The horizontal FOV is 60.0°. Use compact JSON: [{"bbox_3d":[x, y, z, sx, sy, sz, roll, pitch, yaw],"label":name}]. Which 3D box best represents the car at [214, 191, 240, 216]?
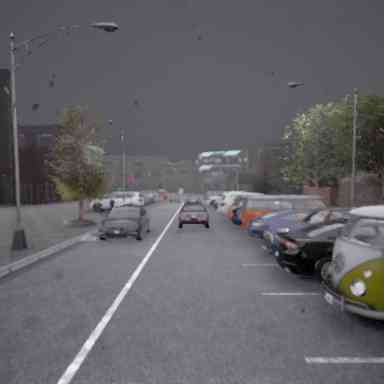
[{"bbox_3d":[4.692,1.072,25.181,5.566,2.045,2.435,0,0,0],"label":"car"}]

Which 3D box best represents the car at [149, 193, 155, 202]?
[{"bbox_3d":[-7.652,1.251,43.434,4.674,1.452,2.002,0,0,0],"label":"car"}]

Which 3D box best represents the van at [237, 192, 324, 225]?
[{"bbox_3d":[4.776,1.149,16.799,4.442,1.987,1.878,0,0,0],"label":"van"}]

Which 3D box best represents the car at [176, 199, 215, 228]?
[{"bbox_3d":[0.118,1.415,21.192,2.033,1.411,5.357,0,0,0],"label":"car"}]

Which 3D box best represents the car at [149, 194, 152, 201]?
[{"bbox_3d":[-7.654,1.270,40.371,4.674,1.452,2.002,0,0,0],"label":"car"}]

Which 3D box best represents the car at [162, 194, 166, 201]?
[{"bbox_3d":[-7.614,0.971,61.066,4.553,1.767,2.185,0,1,0],"label":"car"}]

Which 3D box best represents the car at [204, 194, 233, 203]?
[{"bbox_3d":[4.690,1.117,58.702,4.892,1.521,2.231,0,1,0],"label":"car"}]

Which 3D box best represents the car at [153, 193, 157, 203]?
[{"bbox_3d":[-7.682,1.222,46.372,4.792,1.488,2.163,0,0,0],"label":"car"}]

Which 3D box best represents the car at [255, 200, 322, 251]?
[{"bbox_3d":[4.687,1.284,11.214,4.553,1.767,2.185,0,0,0],"label":"car"}]

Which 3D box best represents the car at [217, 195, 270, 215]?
[{"bbox_3d":[4.699,1.163,30.767,4.553,1.767,2.185,0,0,0],"label":"car"}]

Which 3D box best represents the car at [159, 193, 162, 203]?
[{"bbox_3d":[-7.656,1.158,52.123,4.892,1.521,2.231,0,0,0],"label":"car"}]

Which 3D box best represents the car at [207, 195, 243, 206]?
[{"bbox_3d":[4.672,1.185,47.531,5.008,1.535,2.097,0,0,0],"label":"car"}]

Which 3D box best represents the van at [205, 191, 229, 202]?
[{"bbox_3d":[4.569,0.867,61.494,4.442,1.987,1.878,0,1,0],"label":"van"}]

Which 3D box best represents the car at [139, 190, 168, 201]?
[{"bbox_3d":[-7.613,0.740,66.836,5.566,2.045,2.435,0,1,0],"label":"car"}]

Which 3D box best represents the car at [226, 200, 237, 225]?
[{"bbox_3d":[4.689,1.387,19.596,4.792,1.488,2.163,0,0,0],"label":"car"}]

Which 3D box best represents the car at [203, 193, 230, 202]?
[{"bbox_3d":[4.681,1.049,64.304,4.892,1.521,2.231,0,1,0],"label":"car"}]

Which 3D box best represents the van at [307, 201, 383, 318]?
[{"bbox_3d":[4.536,1.218,5.625,4.442,1.987,1.878,0,0,0],"label":"van"}]

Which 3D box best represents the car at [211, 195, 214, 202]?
[{"bbox_3d":[4.639,1.301,33.564,4.792,1.488,2.163,0,0,0],"label":"car"}]

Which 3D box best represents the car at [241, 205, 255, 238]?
[{"bbox_3d":[4.655,1.433,14.007,4.674,1.452,2.002,0,0,0],"label":"car"}]

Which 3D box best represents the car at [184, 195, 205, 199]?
[{"bbox_3d":[0.123,1.107,39.549,2.097,1.767,4.553,0,0,0],"label":"car"}]

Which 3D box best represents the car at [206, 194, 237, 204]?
[{"bbox_3d":[4.675,1.151,53.242,4.892,1.521,2.231,0,0,0],"label":"car"}]

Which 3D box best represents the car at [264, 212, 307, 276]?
[{"bbox_3d":[4.650,1.426,8.545,5.008,1.535,2.097,0,0,0],"label":"car"}]

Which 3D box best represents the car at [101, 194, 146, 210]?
[{"bbox_3d":[-7.627,1.122,37.431,4.553,1.767,2.185,0,0,0],"label":"car"}]

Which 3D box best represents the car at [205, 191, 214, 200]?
[{"bbox_3d":[4.648,0.951,44.735,5.566,2.045,2.435,0,0,0],"label":"car"}]

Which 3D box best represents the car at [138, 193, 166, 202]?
[{"bbox_3d":[-7.648,1.057,63.897,5.008,1.535,2.097,0,1,0],"label":"car"}]

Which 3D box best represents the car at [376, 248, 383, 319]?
[{"bbox_3d":[4.657,1.463,2.833,4.892,1.521,2.231,0,0,0],"label":"car"}]

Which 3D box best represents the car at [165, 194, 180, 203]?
[{"bbox_3d":[-3.026,1.151,57.249,1.837,1.490,4.892,0,1,1],"label":"car"}]

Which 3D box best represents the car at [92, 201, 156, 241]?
[{"bbox_3d":[-3.091,1.405,16.074,1.837,1.490,4.892,0,0,0],"label":"car"}]

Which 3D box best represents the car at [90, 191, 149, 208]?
[{"bbox_3d":[-7.688,1.014,34.618,5.566,2.045,2.435,0,0,0],"label":"car"}]

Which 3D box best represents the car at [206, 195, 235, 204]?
[{"bbox_3d":[4.684,1.173,55.912,4.674,1.452,2.002,0,0,0],"label":"car"}]

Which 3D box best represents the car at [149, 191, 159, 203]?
[{"bbox_3d":[-7.683,1.049,49.310,4.553,1.767,2.185,0,0,0],"label":"car"}]
